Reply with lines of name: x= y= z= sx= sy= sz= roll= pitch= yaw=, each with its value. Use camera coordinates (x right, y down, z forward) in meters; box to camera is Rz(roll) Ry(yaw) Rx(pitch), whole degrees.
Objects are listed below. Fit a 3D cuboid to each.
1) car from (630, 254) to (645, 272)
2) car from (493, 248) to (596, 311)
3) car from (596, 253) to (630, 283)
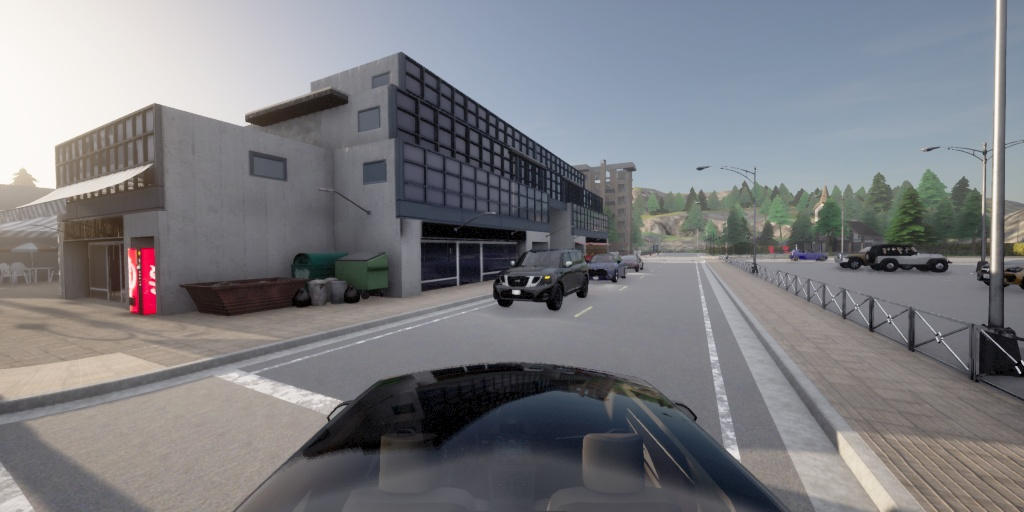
car: x=10.450 y=0.580 z=31.730 sx=1.812 sy=1.442 sz=4.674 roll=0 pitch=1 yaw=27
car: x=1.378 y=0.737 z=13.829 sx=2.150 sy=2.045 sz=5.566 roll=0 pitch=1 yaw=27
car: x=5.823 y=0.641 z=22.604 sx=2.097 sy=1.767 sz=4.553 roll=0 pitch=1 yaw=27
